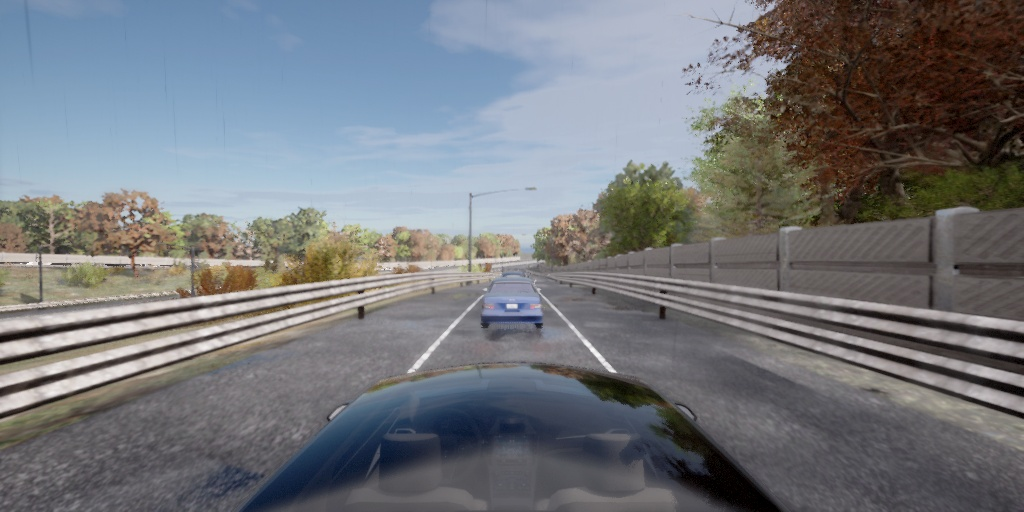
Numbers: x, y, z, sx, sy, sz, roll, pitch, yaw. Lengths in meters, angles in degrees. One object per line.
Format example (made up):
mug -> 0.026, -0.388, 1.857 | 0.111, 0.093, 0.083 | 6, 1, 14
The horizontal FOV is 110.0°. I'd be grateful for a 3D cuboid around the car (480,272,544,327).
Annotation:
car -> 0.008, 1.390, 11.759 | 2.033, 1.411, 5.357 | 0, -1, 0
